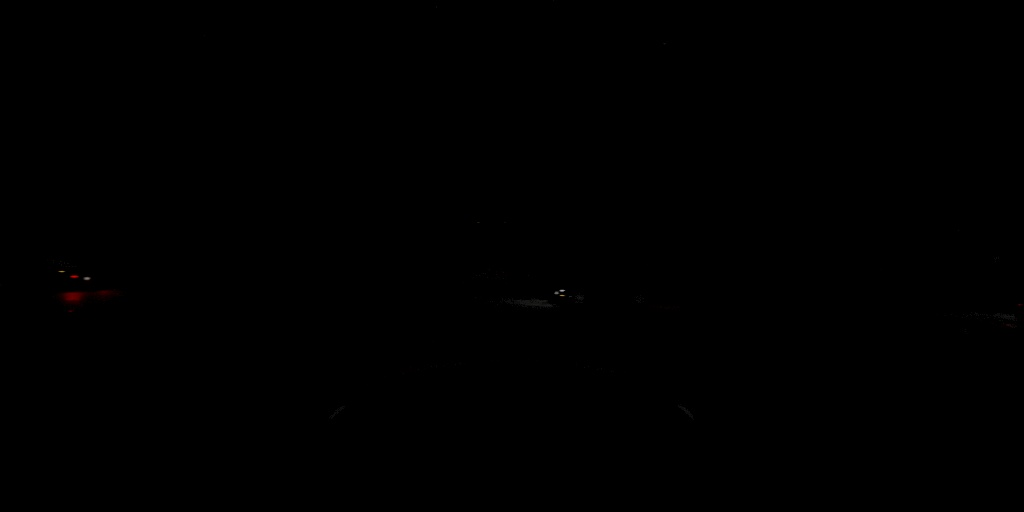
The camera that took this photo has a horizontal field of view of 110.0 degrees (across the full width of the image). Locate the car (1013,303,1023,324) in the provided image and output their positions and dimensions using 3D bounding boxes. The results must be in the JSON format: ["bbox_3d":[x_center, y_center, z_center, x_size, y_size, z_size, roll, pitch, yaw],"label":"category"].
[{"bbox_3d":[23.618,2.266,14.702,4.181,1.385,1.994,2,-2,-2],"label":"car"}]

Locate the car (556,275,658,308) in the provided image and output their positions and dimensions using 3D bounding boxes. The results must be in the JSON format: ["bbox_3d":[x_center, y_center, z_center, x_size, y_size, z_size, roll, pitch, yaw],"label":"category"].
[{"bbox_3d":[4.649,1.692,17.815,4.892,1.490,1.837,3,-1,-2],"label":"car"}]

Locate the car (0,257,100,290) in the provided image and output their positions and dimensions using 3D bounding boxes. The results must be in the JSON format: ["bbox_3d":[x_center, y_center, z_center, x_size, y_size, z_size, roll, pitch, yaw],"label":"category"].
[{"bbox_3d":[-22.435,0.787,16.949,4.674,1.442,1.812,2,-2,-2],"label":"car"}]
